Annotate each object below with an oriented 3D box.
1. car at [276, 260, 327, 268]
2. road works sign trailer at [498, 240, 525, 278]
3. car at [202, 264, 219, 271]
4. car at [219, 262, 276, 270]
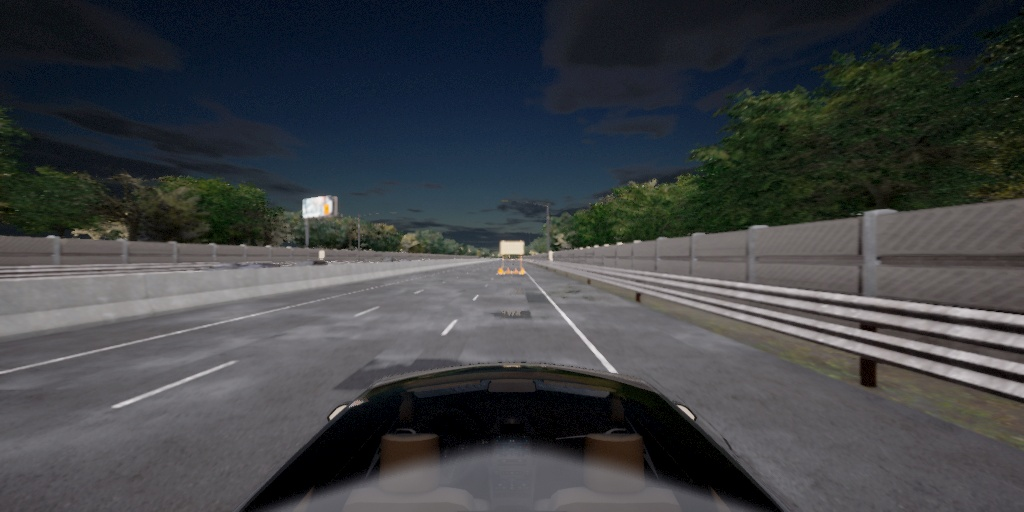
[{"bbox_3d":[-17.566,1.138,30.865,2.097,1.767,4.553,0,0,0],"label":"car"},{"bbox_3d":[0.004,0.256,34.281,2.380,3.560,2.880,0,0,0],"label":"road works sign trailer"},{"bbox_3d":[-24.562,1.280,31.345,2.128,1.511,4.902,0,0,0],"label":"car"},{"bbox_3d":[-21.072,1.333,29.954,2.033,1.411,5.357,0,0,0],"label":"car"}]
